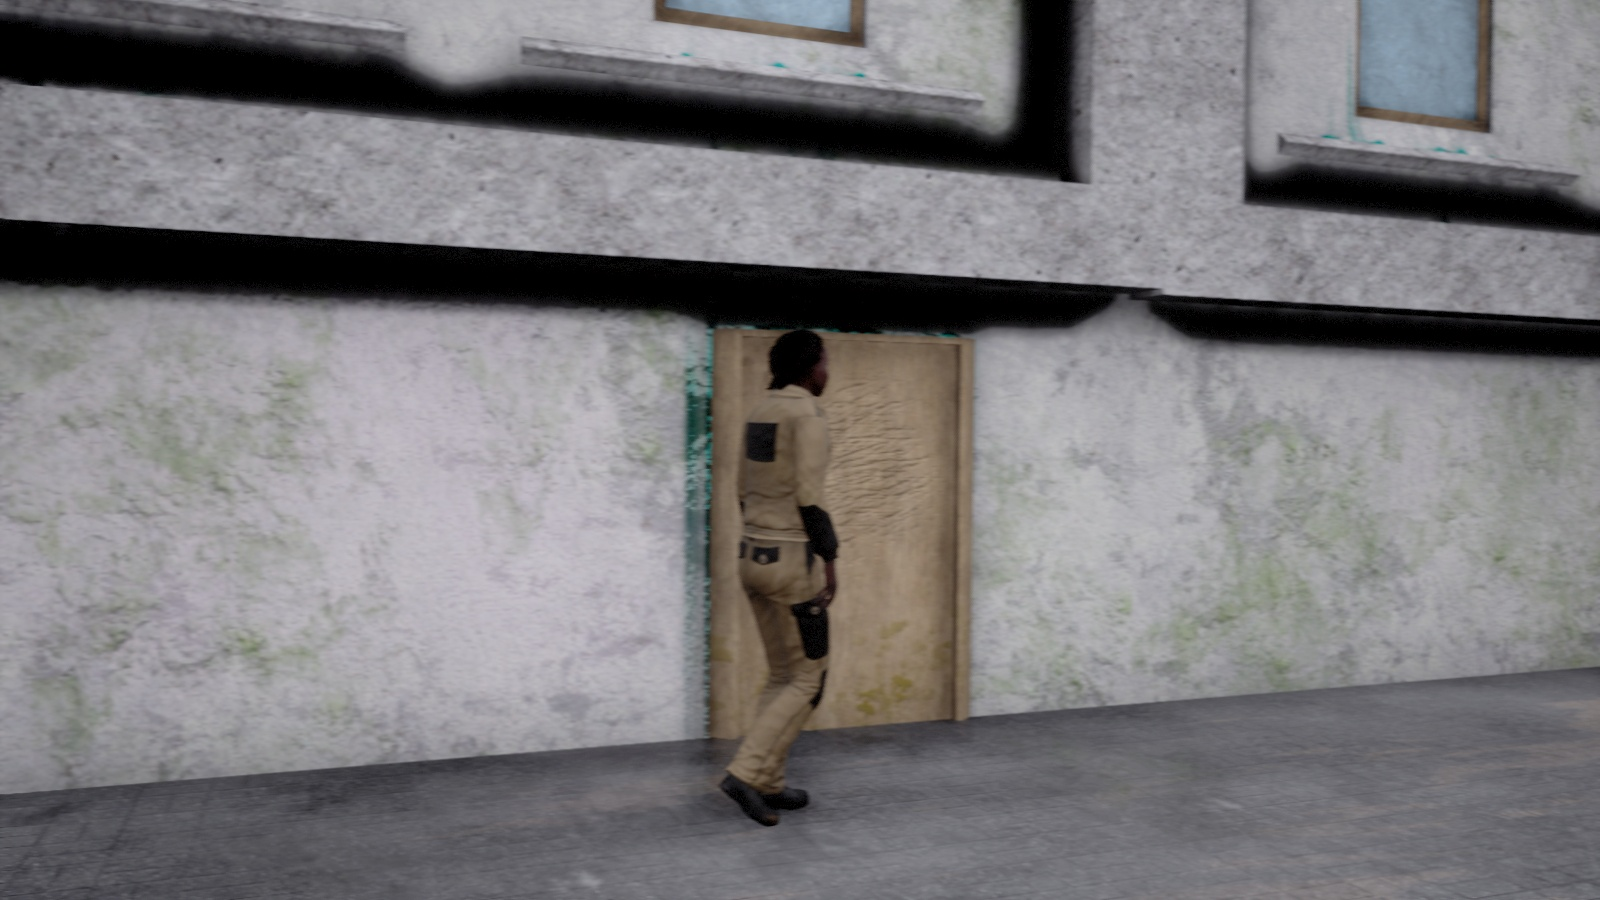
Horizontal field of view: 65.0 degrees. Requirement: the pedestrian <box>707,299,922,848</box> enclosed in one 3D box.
[{"bbox_3d":[0.057,0.429,4.766,0.692,1.930,0.396,-1,1,-33],"label":"pedestrian"}]
